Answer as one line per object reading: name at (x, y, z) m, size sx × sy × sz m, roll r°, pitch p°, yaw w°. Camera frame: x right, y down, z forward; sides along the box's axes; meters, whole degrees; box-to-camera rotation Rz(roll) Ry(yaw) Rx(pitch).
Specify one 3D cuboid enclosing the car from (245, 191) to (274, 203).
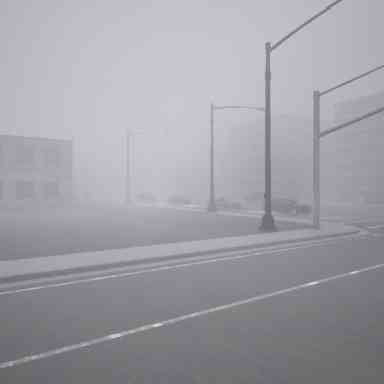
car at (10.959, 0.813, 54.295) m, size 2.150 × 2.045 × 5.566 m, roll 0°, pitch 1°, yaw -34°

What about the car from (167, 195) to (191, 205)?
car at (-1.885, 1.120, 47.934) m, size 1.994 × 1.385 × 4.181 m, roll 0°, pitch 1°, yaw -34°

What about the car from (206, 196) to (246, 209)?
car at (3.769, 1.332, 39.667) m, size 1.895 × 1.301 × 4.718 m, roll 0°, pitch 1°, yaw -34°

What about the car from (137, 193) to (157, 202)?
car at (-7.640, 0.866, 56.399) m, size 2.128 × 1.511 × 4.902 m, roll 0°, pitch 1°, yaw -34°

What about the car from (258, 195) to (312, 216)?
car at (9.066, 1.345, 31.972) m, size 1.882 × 1.535 × 5.008 m, roll 0°, pitch 1°, yaw -35°
